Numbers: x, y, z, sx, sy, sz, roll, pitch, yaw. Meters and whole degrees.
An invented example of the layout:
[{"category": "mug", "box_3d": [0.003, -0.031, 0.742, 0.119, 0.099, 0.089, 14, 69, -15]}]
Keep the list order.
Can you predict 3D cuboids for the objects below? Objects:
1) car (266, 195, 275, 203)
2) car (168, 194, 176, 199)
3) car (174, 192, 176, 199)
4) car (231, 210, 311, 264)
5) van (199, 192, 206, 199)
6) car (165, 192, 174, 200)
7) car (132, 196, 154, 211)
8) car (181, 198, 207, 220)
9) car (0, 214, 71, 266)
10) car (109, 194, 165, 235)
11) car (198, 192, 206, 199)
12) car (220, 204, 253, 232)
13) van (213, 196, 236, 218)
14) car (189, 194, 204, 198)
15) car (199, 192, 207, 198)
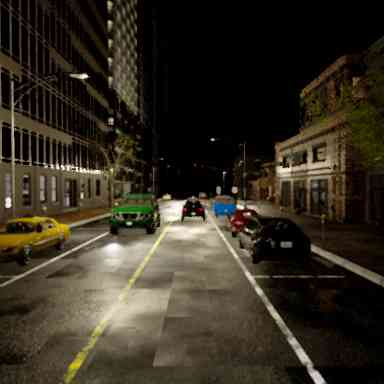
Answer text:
[{"category": "car", "box_3d": [16.560, 1.166, 62.439, 5.009, 1.841, 2.192, 1, 1, 1]}, {"category": "car", "box_3d": [-5.617, 1.182, 94.084, 1.947, 1.339, 4.313, -1, 0, 0]}, {"category": "car", "box_3d": [-5.623, 1.227, 82.795, 1.947, 1.339, 4.313, -1, 0, 0]}, {"category": "car", "box_3d": [2.685, 1.518, 11.513, 1.947, 1.339, 4.313, -1, 0, 0]}, {"category": "van", "box_3d": [2.723, 0.980, 88.379, 1.690, 1.788, 3.998, -1, 0, 0]}, {"category": "car", "box_3d": [-5.797, 1.210, 76.981, 1.752, 1.417, 4.829, -1, 0, 0]}, {"category": "car", "box_3d": [-5.682, 1.278, 39.203, 1.967, 1.590, 4.097, -1, 0, 0]}, {"category": "car", "box_3d": [0.118, 1.417, 26.368, 1.812, 1.442, 4.674, 0, 0, 0]}, {"category": "car", "box_3d": [-5.696, 1.478, 11.359, 1.752, 1.417, 4.829, -1, 0, 0]}, {"category": "car", "box_3d": [-2.996, 1.143, 18.668, 2.150, 2.045, 5.566, 0, 0, 0]}, {"category": "car", "box_3d": [2.726, 0.932, 94.023, 2.192, 1.841, 5.009, -1, 0, 0]}, {"category": "car", "box_3d": [2.689, 1.511, 17.047, 1.802, 1.307, 4.206, -1, 0, 0]}, {"category": "van", "box_3d": [2.691, 1.225, 28.115, 1.690, 1.788, 3.998, -1, 0, 0]}, {"category": "car", "box_3d": [0.123, 1.375, 41.694, 2.033, 1.411, 5.357, 0, 0, 0]}, {"category": "car", "box_3d": [2.722, 1.102, 82.735, 1.967, 1.590, 4.097, -1, 0, 0]}]
